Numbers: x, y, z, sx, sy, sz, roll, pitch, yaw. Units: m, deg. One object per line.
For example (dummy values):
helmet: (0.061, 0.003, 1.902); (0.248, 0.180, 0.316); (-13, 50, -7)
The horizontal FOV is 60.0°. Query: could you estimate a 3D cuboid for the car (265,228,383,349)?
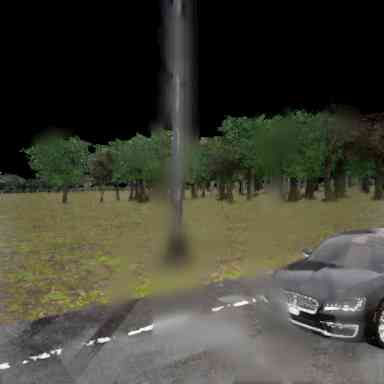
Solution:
car: (3.487, 1.509, 6.357); (4.892, 1.490, 1.837); (0, 0, -36)
